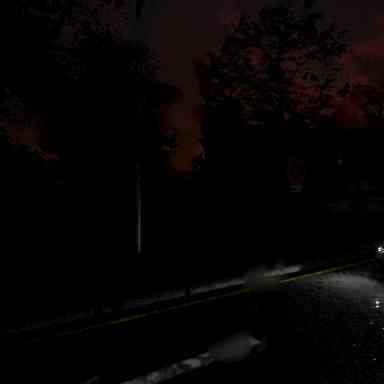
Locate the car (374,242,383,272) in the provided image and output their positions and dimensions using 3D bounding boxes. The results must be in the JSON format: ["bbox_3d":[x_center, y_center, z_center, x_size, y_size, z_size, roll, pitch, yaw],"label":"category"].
[{"bbox_3d":[7.137,1.539,9.605,4.674,1.442,1.812,0,0,-36],"label":"car"}]
